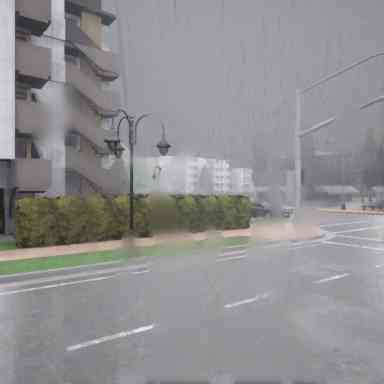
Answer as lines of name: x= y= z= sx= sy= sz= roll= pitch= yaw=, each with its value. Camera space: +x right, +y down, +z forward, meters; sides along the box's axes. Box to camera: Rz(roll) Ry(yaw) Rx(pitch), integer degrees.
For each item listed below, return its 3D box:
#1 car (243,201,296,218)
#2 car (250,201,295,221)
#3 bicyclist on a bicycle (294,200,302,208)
car: x=7.143 y=1.600 z=31.038 sx=1.895 sy=1.301 sz=4.718 roll=0 pitch=0 yaw=-38
car: x=5.702 y=1.505 z=27.226 sx=1.837 sy=1.490 sz=4.892 roll=0 pitch=0 yaw=-38
bicyclist on a bicycle: x=13.295 y=1.301 z=41.601 sx=1.656 sy=1.620 sz=0.582 roll=0 pitch=0 yaw=-39
